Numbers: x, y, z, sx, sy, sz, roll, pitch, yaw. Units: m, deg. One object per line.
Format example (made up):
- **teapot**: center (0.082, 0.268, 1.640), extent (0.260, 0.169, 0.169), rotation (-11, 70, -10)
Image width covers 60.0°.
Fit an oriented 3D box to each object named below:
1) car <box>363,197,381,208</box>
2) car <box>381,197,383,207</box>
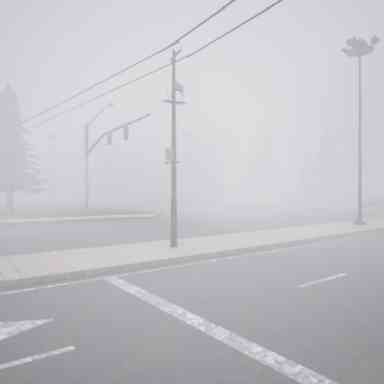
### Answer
- **car**: center (25.927, 1.460, 46.712), extent (5.008, 1.535, 1.882), rotation (0, 0, -35)
- **car**: center (27.602, 1.205, 43.618), extent (5.566, 2.045, 2.150), rotation (0, 0, -36)
